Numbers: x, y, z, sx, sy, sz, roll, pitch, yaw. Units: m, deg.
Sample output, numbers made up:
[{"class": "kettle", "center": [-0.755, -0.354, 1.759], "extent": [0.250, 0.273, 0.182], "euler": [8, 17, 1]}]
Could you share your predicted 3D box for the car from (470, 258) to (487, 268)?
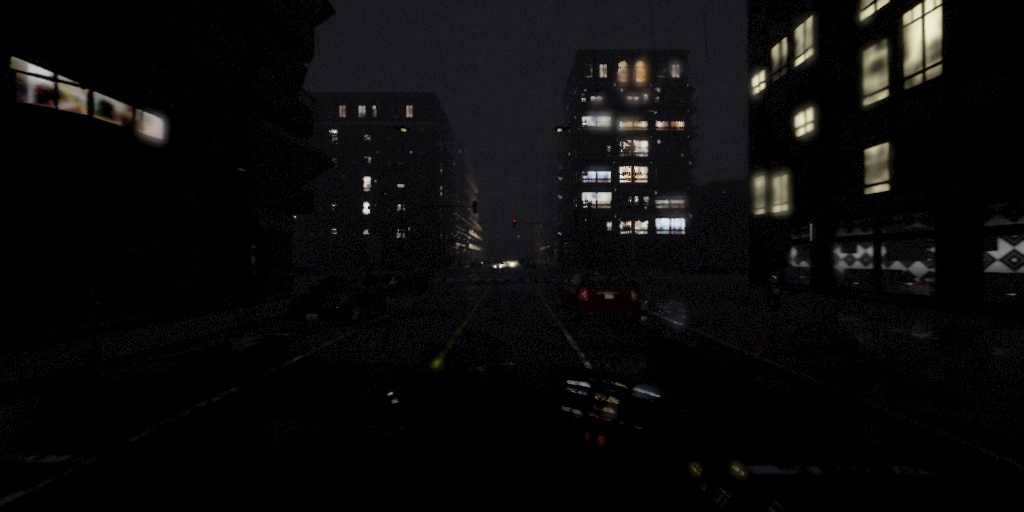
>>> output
[{"class": "car", "center": [-5.453, 1.076, 55.523], "extent": [2.007, 1.370, 4.403], "euler": [0, 0, 0]}]

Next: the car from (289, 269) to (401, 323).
[{"class": "car", "center": [-5.454, 1.270, 11.958], "extent": [1.948, 1.339, 4.313], "euler": [0, 0, 0]}]

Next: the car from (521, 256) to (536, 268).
[{"class": "car", "center": [2.687, 1.060, 53.068], "extent": [1.751, 1.417, 4.829], "euler": [0, 0, 0]}]

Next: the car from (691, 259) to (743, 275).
[{"class": "car", "center": [18.683, 0.965, 32.607], "extent": [4.097, 1.591, 1.967], "euler": [0, 0, 1]}]

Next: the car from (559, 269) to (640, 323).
[{"class": "car", "center": [2.693, 1.144, 11.906], "extent": [1.967, 1.591, 4.097], "euler": [0, 0, 0]}]

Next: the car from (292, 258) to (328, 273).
[{"class": "car", "center": [-19.343, 1.150, 33.194], "extent": [4.403, 1.370, 2.007], "euler": [0, 0, 1]}]

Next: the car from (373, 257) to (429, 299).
[{"class": "car", "center": [-5.455, 0.994, 17.604], "extent": [2.192, 1.841, 5.009], "euler": [0, 0, 0]}]

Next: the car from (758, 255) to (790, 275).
[{"class": "car", "center": [24.276, 0.829, 32.520], "extent": [5.009, 1.841, 2.192], "euler": [0, 0, 1]}]
